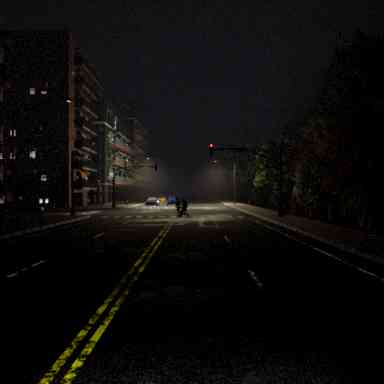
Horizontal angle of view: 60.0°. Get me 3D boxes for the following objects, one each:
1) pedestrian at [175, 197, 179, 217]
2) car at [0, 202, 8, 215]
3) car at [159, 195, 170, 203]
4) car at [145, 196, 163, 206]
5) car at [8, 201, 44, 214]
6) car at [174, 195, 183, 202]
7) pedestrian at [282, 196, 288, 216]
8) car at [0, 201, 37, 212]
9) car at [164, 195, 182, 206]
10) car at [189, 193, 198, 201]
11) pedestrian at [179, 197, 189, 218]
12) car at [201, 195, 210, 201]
[{"bbox_3d":[-1.216,1.304,29.389,0.375,1.860,0.375,0,0,0],"label":"pedestrian"},{"bbox_3d":[-22.563,1.595,34.624,5.009,1.841,2.192,-1,1,-1],"label":"car"},{"bbox_3d":[-6.263,1.563,75.759,2.128,1.511,4.902,0,0,0],"label":"car"},{"bbox_3d":[-6.421,1.568,54.402,2.033,1.411,5.357,0,0,0],"label":"car"},{"bbox_3d":[-19.218,1.727,37.428,4.902,1.511,2.128,-1,0,1],"label":"car"},{"bbox_3d":[-3.013,1.538,75.782,1.837,1.490,4.892,0,0,0],"label":"car"},{"bbox_3d":[8.058,1.149,28.759,0.375,1.860,0.375,0,0,0],"label":"pedestrian"},{"bbox_3d":[-22.654,1.856,43.274,4.206,1.307,1.802,-1,1,-1],"label":"car"},{"bbox_3d":[-3.165,1.499,55.844,1.882,1.535,5.008,0,0,0],"label":"car"},{"bbox_3d":[0.269,1.265,85.614,2.150,2.045,5.566,0,0,0],"label":"car"},{"bbox_3d":[-0.691,1.301,28.090,0.375,1.860,0.375,0,0,0],"label":"pedestrian"},{"bbox_3d":[3.519,1.540,85.572,1.837,1.490,4.892,0,0,0],"label":"car"}]
